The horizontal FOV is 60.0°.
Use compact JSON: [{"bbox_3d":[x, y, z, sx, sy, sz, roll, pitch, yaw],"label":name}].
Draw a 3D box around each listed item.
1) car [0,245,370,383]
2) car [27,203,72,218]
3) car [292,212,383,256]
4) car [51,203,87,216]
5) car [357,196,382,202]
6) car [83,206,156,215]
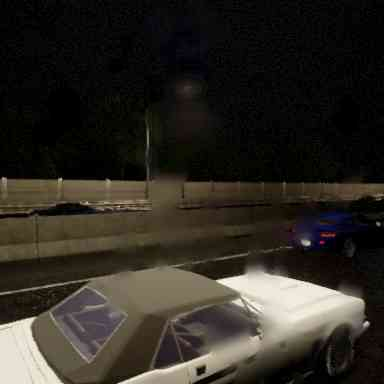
[{"bbox_3d":[-0.026,1.588,3.728,4.718,1.301,1.895,0,0,-35],"label":"car"},{"bbox_3d":[-8.989,1.487,23.374,4.674,1.442,1.812,0,0,-35],"label":"car"},{"bbox_3d":[5.541,1.451,11.997,4.674,1.442,1.812,0,0,-35],"label":"car"},{"bbox_3d":[-6.079,1.555,21.152,4.718,1.301,1.895,0,0,-35],"label":"car"},{"bbox_3d":[25.625,1.230,48.015,4.181,1.385,1.994,-1,0,-35],"label":"car"},{"bbox_3d":[-3.368,1.549,18.787,4.718,1.301,1.895,0,0,-35],"label":"car"}]
